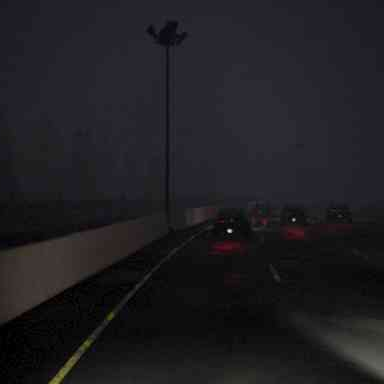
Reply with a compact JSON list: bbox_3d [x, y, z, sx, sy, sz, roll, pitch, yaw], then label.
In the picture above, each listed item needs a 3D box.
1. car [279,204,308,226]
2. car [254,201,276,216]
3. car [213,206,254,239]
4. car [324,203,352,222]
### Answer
[{"bbox_3d":[7.733,1.675,25.371,1.837,1.490,4.892,0,0,16],"label":"car"},{"bbox_3d":[7.789,1.722,35.807,2.128,1.511,4.902,0,0,22],"label":"car"},{"bbox_3d":[2.291,1.620,18.362,1.837,1.490,4.892,0,0,11],"label":"car"},{"bbox_3d":[12.400,1.688,28.395,2.128,1.511,4.902,0,0,19],"label":"car"}]
